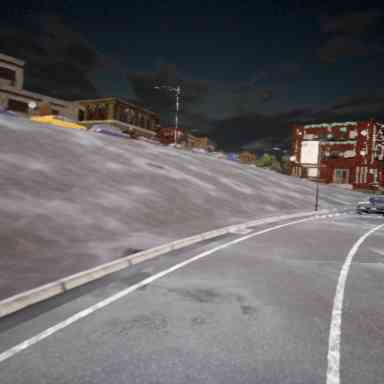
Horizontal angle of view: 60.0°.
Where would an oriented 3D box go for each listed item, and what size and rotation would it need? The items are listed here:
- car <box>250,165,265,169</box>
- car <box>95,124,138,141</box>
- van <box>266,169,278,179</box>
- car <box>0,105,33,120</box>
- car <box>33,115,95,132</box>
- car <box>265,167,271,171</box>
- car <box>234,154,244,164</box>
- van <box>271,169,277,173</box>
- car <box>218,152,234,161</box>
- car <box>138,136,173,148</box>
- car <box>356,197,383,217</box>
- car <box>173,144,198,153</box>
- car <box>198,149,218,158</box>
[{"bbox_3d":[12.368,-4.702,66.647,2.002,1.452,4.674,4,0,28],"label":"car"},{"bbox_3d":[-8.218,-5.802,33.630,2.185,1.767,4.553,4,1,37],"label":"car"},{"bbox_3d":[19.759,-4.365,81.678,1.878,1.987,4.442,4,0,25],"label":"van"},{"bbox_3d":[-14.965,-5.905,24.850,2.002,1.452,4.674,4,1,39],"label":"car"},{"bbox_3d":[-11.540,-5.807,29.214,2.097,1.535,5.008,4,1,38],"label":"car"},{"bbox_3d":[14.900,-4.519,71.575,2.002,1.452,4.674,4,0,27],"label":"car"},{"bbox_3d":[7.061,-5.311,56.974,2.435,2.045,5.566,4,1,31],"label":"car"},{"bbox_3d":[17.432,-4.579,76.656,1.878,1.987,4.442,4,0,26],"label":"van"},{"bbox_3d":[4.177,-5.325,52.161,2.185,1.767,4.553,4,1,32],"label":"car"},{"bbox_3d":[-4.900,-5.520,38.293,2.163,1.488,4.792,4,1,36],"label":"car"},{"bbox_3d":[13.410,1.003,23.947,1.895,1.301,4.718,4,3,41],"label":"car"},{"bbox_3d":[-1.780,-5.393,42.844,2.002,1.452,4.674,4,1,34],"label":"car"},{"bbox_3d":[1.191,-5.324,47.379,2.231,1.521,4.892,4,1,33],"label":"car"}]
